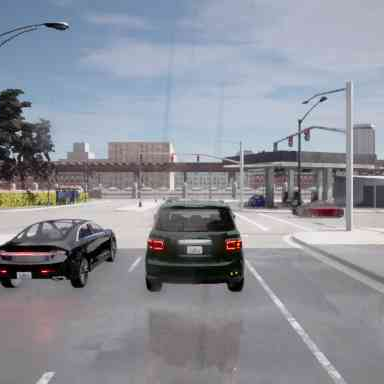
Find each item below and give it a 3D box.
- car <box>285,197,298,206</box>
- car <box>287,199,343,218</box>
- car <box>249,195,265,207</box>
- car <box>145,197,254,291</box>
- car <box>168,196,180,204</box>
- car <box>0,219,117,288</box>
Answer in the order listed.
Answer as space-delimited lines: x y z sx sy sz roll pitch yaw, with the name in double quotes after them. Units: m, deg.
15.393 1.456 50.107 1.970 1.475 3.806 0 0 0 "car"
10.989 1.565 29.182 4.181 1.385 1.994 0 0 -1 "car"
9.649 1.295 49.338 2.242 1.667 4.611 0 0 0 "car"
0.073 1.221 9.153 2.150 2.045 5.566 0 0 0 "car"
-3.480 1.564 64.141 1.994 1.385 4.181 0 0 0 "car"
-3.431 1.492 9.238 2.128 1.511 4.902 0 0 0 "car"
